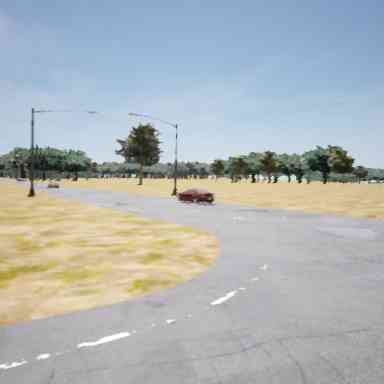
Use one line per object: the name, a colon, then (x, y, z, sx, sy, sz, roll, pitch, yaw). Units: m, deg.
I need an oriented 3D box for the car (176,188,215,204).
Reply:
car: (0.286, 0.359, 33.627, 1.882, 1.535, 5.008, 0, 2, -34)

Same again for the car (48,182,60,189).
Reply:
car: (-28.491, -1.403, 68.562, 1.994, 1.385, 4.181, 0, 2, -28)
